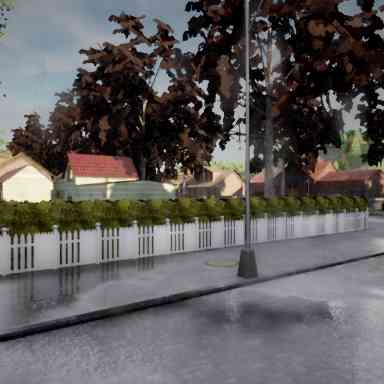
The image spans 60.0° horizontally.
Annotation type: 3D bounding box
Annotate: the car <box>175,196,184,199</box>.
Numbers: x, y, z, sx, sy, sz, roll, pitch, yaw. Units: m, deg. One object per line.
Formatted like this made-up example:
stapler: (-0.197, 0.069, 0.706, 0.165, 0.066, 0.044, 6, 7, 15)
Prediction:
car: (-3.024, 1.498, 56.979, 2.128, 1.511, 4.902, 0, 0, -36)

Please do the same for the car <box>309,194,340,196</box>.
car: (12.901, 1.227, 34.480, 2.150, 2.045, 5.566, 0, 0, -34)
